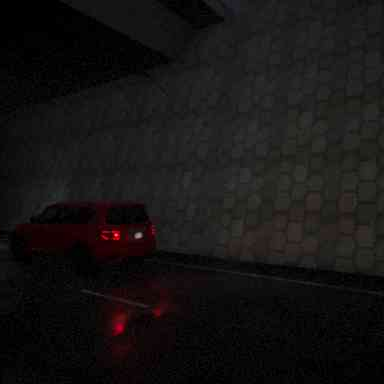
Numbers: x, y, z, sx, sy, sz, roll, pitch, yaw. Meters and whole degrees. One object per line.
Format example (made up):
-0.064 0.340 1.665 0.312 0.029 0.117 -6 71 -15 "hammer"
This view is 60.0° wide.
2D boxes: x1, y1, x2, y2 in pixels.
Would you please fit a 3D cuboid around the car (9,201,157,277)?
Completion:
-3.667 1.311 10.813 5.566 2.045 2.150 0 0 36 "car"
